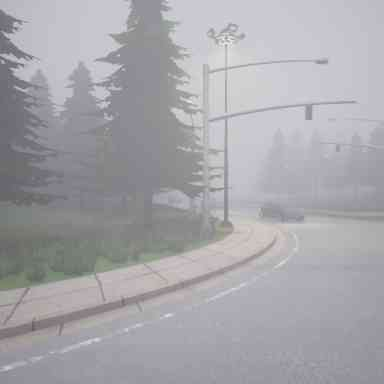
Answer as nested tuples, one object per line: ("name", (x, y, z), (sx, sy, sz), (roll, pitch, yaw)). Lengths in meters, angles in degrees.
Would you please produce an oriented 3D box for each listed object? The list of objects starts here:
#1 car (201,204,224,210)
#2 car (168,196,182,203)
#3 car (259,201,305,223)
("car", (2.558, 1.491, 42.089), (2.128, 1.511, 4.902), (0, 0, -16))
("car", (-3.184, 1.493, 61.649), (2.128, 1.511, 4.902), (0, 0, -17))
("car", (6.877, 1.504, 25.950), (1.837, 1.490, 4.892), (0, 0, -14))
